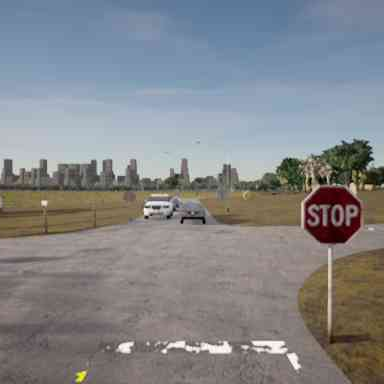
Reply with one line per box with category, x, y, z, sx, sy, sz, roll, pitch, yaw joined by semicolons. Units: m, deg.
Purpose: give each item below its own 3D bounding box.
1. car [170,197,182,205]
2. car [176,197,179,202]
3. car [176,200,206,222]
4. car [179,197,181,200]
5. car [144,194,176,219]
car;-2.771;1.576;59.261;1.812;1.442;4.674;0;0;0
car;-2.848;1.532;39.129;1.812;1.442;4.674;0;0;0
car;0.077;1.548;25.947;2.033;1.411;5.357;0;0;0
car;-2.838;1.569;48.959;2.033;1.411;5.357;0;0;0
car;-2.850;1.222;29.329;2.150;2.045;5.566;0;0;0
